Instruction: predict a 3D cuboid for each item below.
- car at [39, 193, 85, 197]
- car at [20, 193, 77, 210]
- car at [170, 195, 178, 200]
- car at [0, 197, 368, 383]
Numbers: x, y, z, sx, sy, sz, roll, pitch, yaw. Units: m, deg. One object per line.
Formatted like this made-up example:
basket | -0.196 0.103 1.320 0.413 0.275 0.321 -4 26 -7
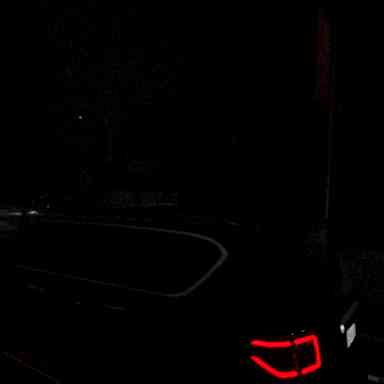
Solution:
car | -11.600 1.080 32.108 2.128 1.511 4.902 3 2 36
car | -14.426 0.914 33.736 1.882 1.535 5.008 3 2 36
car | -1.376 1.054 51.786 2.128 1.511 4.902 3 2 36
car | -0.912 1.195 4.221 5.566 2.045 2.150 1 0 36
